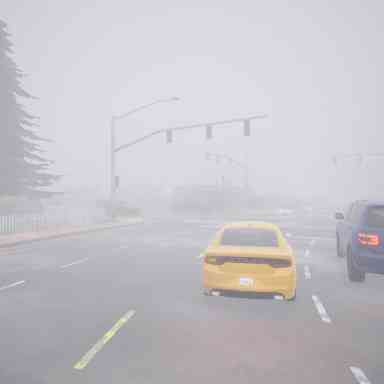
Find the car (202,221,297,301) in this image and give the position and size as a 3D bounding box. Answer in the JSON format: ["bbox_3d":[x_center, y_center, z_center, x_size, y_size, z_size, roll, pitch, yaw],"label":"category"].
[{"bbox_3d":[1.513,1.478,8.484,1.882,1.535,5.008,0,0,12],"label":"car"}]

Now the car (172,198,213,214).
[{"bbox_3d":[-0.027,1.409,36.823,4.553,1.767,2.097,0,0,32],"label":"car"}]

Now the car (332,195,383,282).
[{"bbox_3d":[5.479,1.221,9.507,2.150,2.045,5.566,0,0,19],"label":"car"}]

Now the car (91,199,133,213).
[{"bbox_3d":[-9.226,1.560,38.216,4.892,1.490,1.837,0,0,32],"label":"car"}]

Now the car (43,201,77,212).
[{"bbox_3d":[-15.011,1.581,37.705,4.674,1.442,1.812,0,0,32],"label":"car"}]

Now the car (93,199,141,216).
[{"bbox_3d":[-7.172,1.560,32.794,4.892,1.490,1.837,0,0,34],"label":"car"}]

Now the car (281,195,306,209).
[{"bbox_3d":[13.550,1.491,45.350,2.128,1.511,4.902,0,0,32],"label":"car"}]

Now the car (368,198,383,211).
[{"bbox_3d":[24.079,1.547,42.500,2.033,1.411,5.357,0,0,36],"label":"car"}]

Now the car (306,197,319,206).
[{"bbox_3d":[18.698,1.526,53.694,1.812,1.442,4.674,0,0,31],"label":"car"}]

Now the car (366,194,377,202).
[{"bbox_3d":[43.008,1.355,79.695,2.097,1.767,4.553,0,0,32],"label":"car"}]

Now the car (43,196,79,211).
[{"bbox_3d":[-16.939,1.407,43.044,4.553,1.767,2.097,0,0,32],"label":"car"}]

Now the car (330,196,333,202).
[{"bbox_3d":[29.182,1.524,70.581,1.812,1.442,4.674,0,0,32],"label":"car"}]

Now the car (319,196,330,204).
[{"bbox_3d":[23.931,1.564,62.103,1.994,1.385,4.181,0,0,32],"label":"car"}]
